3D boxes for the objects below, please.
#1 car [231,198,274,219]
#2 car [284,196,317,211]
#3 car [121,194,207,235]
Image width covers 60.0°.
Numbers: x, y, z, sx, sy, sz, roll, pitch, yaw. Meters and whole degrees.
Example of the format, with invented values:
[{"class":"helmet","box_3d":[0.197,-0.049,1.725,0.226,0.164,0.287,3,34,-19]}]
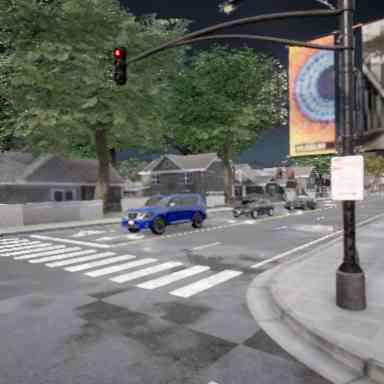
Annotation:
[{"class":"car","box_3d":[5.037,1.289,27.152,1.837,1.490,4.892,-1,0,38]},{"class":"car","box_3d":[11.768,1.178,35.726,2.033,1.411,5.357,-1,0,38]},{"class":"car","box_3d":[-1.388,1.155,18.955,2.150,2.045,5.566,-1,0,38]}]
